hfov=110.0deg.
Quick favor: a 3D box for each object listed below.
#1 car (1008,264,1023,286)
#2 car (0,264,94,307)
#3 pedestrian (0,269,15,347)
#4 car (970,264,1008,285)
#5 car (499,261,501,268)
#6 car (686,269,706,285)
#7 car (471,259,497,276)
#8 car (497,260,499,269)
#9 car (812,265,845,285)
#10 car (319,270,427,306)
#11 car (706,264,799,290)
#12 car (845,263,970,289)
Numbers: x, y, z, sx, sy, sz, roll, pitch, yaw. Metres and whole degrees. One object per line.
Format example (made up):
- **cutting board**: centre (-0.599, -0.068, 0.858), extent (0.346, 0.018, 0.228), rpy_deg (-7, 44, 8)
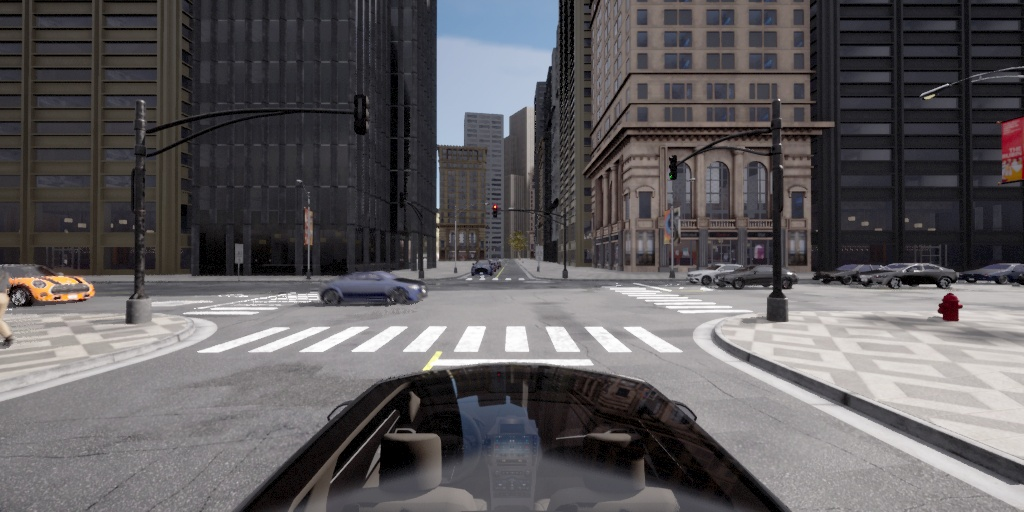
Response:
- **car**: centre (33.689, 1.229, 21.737), extent (4.181, 1.385, 1.994), rpy_deg (0, 0, 0)
- **car**: centre (-20.618, 1.133, 15.011), extent (4.553, 1.767, 2.097), rpy_deg (0, 0, 0)
- **pedestrian**: centre (-10.362, 0.875, 7.100), extent (0.375, 1.860, 0.375), rpy_deg (0, 0, 0)
- **car**: centre (34.653, 1.235, 24.994), extent (5.357, 1.411, 2.033), rpy_deg (0, 0, -1)
- **car**: centre (-3.032, 1.397, 56.560), extent (1.994, 1.385, 4.181), rpy_deg (0, 0, 1)
- **car**: centre (14.643, 1.262, 24.986), extent (4.674, 1.442, 1.812), rpy_deg (0, 0, 0)
- **car**: centre (-3.039, 1.141, 37.641), extent (2.097, 1.767, 4.553), rpy_deg (0, 0, 0)
- **car**: centre (-3.046, 1.373, 46.661), extent (1.994, 1.385, 4.181), rpy_deg (0, 0, 0)
- **car**: centre (24.225, 1.259, 24.990), extent (5.357, 1.411, 2.033), rpy_deg (0, 0, 0)
- **car**: centre (-5.706, 1.290, 15.021), extent (4.181, 1.385, 1.994), rpy_deg (0, 0, 0)
- **car**: centre (14.707, 1.238, 21.726), extent (4.674, 1.442, 1.812), rpy_deg (0, 0, -1)
- **car**: centre (23.817, 1.181, 21.738), extent (4.902, 1.511, 2.128), rpy_deg (0, 0, 0)
